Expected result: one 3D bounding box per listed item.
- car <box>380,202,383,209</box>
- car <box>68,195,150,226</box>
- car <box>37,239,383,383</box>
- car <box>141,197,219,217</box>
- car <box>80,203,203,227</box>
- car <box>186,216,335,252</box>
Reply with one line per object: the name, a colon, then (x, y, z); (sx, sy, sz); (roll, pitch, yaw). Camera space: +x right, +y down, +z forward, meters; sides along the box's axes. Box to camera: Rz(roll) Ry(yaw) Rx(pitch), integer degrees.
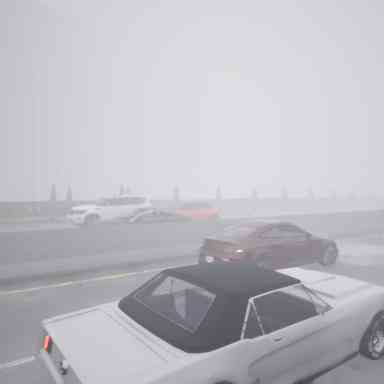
car: (27.532, 1.611, 45.104); (4.718, 1.301, 1.895); (0, 0, -35)
car: (-5.142, 1.220, 21.824); (5.566, 2.045, 2.150); (0, 0, -36)
car: (0.738, 1.601, 4.273); (4.718, 1.301, 1.895); (0, 0, -36)
car: (-0.488, 1.351, 20.845); (4.553, 1.767, 2.097); (0, 0, -36)
car: (-2.223, 1.491, 15.308); (4.902, 1.511, 2.128); (0, 0, -36)
car: (2.316, 1.525, 9.701); (4.674, 1.442, 1.812); (0, 0, -36)
